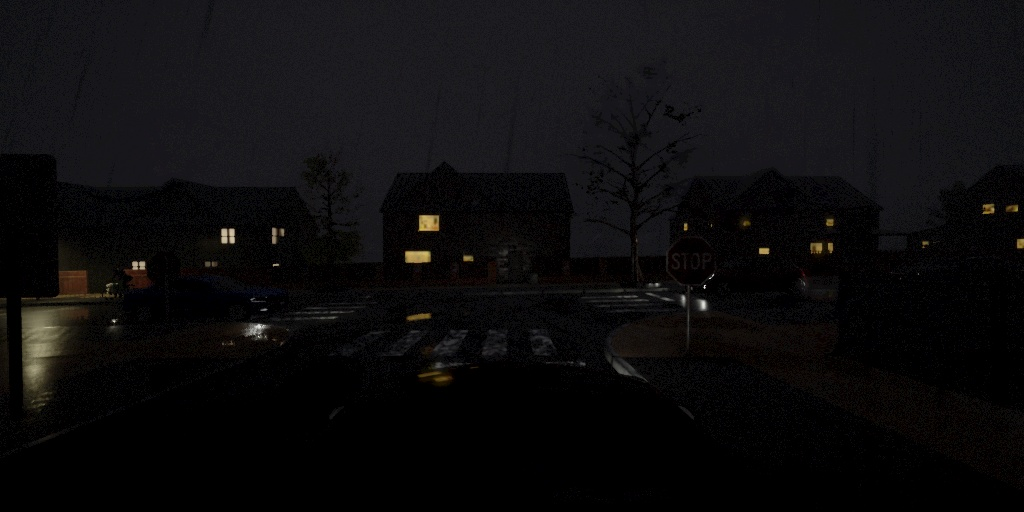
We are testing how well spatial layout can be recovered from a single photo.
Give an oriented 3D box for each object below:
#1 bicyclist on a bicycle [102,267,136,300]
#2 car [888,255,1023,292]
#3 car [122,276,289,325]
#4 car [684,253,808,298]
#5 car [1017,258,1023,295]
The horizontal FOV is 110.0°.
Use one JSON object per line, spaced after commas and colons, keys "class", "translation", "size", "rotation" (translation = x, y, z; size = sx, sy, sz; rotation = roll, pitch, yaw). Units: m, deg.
{"class": "bicyclist on a bicycle", "translation": [-20.237, 1.409, 18.502], "size": [0.582, 1.620, 1.656], "rotation": [-1, 1, 0]}
{"class": "car", "translation": [19.541, 0.706, 15.830], "size": [4.902, 1.511, 2.128], "rotation": [-1, 1, 0]}
{"class": "car", "translation": [-10.672, 1.450, 12.709], "size": [5.008, 1.535, 1.882], "rotation": [-1, 1, 0]}
{"class": "car", "translation": [10.108, 0.789, 15.777], "size": [4.553, 1.767, 2.097], "rotation": [-1, 1, 0]}
{"class": "car", "translation": [22.298, 0.742, 12.918], "size": [5.357, 1.411, 2.033], "rotation": [-1, 1, 0]}
